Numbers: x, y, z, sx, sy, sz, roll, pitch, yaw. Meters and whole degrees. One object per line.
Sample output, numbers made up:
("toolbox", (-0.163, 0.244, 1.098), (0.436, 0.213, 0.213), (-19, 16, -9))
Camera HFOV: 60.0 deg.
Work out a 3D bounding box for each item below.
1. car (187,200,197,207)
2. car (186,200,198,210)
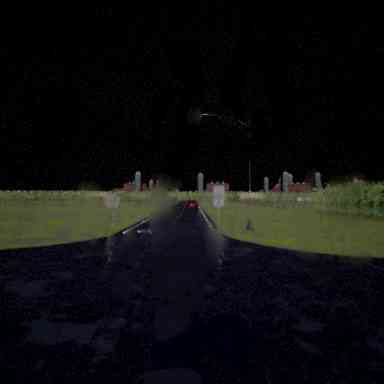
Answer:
("car", (0.006, 2.273, 65.093), (1.895, 1.301, 4.718), (0, -1, 0))
("car", (0.005, 2.049, 54.644), (1.882, 1.535, 5.008), (0, -1, 0))
